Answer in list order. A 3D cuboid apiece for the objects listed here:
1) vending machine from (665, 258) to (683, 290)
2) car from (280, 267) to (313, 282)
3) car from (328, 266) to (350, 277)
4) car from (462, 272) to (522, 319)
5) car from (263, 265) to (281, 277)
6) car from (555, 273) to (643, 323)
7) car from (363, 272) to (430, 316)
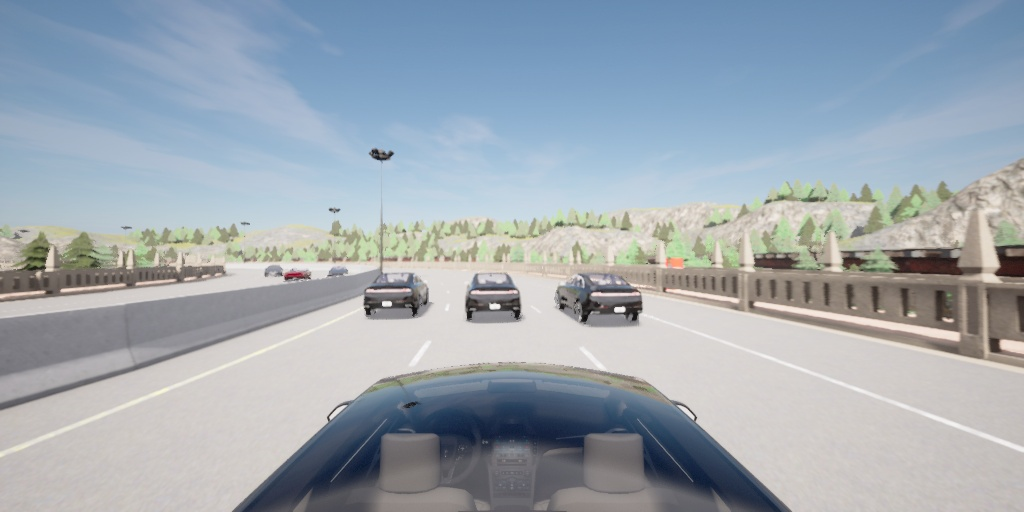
[{"bbox_3d":[9.578,1.087,21.525,1.100,2.100,0.880,0,0,-10],"label":"vending machine"},{"bbox_3d":[-20.884,1.771,35.139,1.895,1.301,4.718,0,-1,-22],"label":"car"},{"bbox_3d":[-18.138,1.728,37.684,2.033,1.411,5.357,0,-1,-23],"label":"car"},{"bbox_3d":[-0.790,1.356,13.362,2.128,1.511,4.902,0,-1,-6],"label":"car"},{"bbox_3d":[-29.024,1.819,43.871,1.812,1.442,4.674,0,0,-30],"label":"car"},{"bbox_3d":[2.822,1.331,12.572,2.128,1.511,4.902,0,-1,-5],"label":"car"},{"bbox_3d":[-4.412,1.381,14.156,2.128,1.511,4.902,0,-1,-7],"label":"car"}]
